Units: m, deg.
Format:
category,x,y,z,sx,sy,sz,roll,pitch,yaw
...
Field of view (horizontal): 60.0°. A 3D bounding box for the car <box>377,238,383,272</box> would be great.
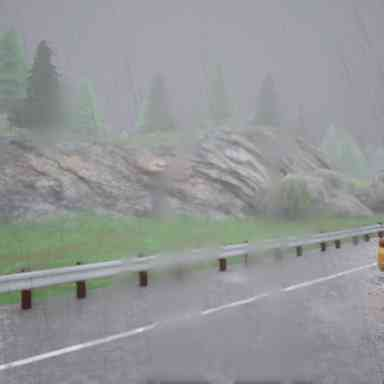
category,x,y,z,sx,sy,sz,roll,pitch,yaw
car,6.980,1.484,9.143,5.008,1.535,1.882,0,0,-38
